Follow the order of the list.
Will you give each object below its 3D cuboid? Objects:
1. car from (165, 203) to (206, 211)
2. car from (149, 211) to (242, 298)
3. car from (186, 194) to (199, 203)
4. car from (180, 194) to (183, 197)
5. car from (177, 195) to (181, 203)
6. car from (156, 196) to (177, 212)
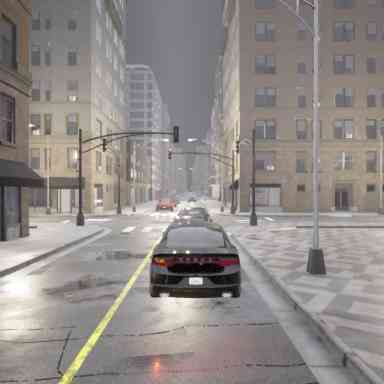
[{"bbox_3d":[0.088,1.546,18.366,2.033,1.411,5.357,0,0,6],"label":"car"},{"bbox_3d":[0.066,1.477,8.556,1.882,1.535,5.008,0,0,0],"label":"car"},{"bbox_3d":[-0.007,1.597,70.776,1.895,1.301,4.718,0,0,0],"label":"car"},{"bbox_3d":[-3.134,1.502,59.642,1.837,1.490,4.892,0,0,0],"label":"car"},{"bbox_3d":[-3.121,1.544,49.468,2.033,1.411,5.357,0,0,0],"label":"car"},{"bbox_3d":[-3.142,1.475,39.736,1.882,1.535,5.008,0,0,-1],"label":"car"}]
